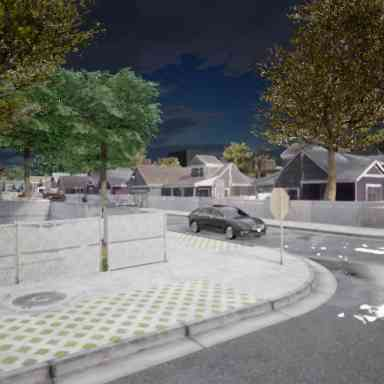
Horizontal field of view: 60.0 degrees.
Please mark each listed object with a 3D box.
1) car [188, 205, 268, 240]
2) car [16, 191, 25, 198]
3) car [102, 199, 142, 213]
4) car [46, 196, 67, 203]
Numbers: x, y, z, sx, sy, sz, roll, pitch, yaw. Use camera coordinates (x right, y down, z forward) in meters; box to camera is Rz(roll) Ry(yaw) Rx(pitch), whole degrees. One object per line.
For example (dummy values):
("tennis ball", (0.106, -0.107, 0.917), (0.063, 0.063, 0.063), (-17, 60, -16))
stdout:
("car", (1.654, 1.439, 16.863), (1.837, 1.490, 4.892), (0, 1, -33))
("car", (-40.688, 0.811, 80.806), (2.150, 2.045, 5.566), (0, 0, -36))
("car", (-5.763, 1.362, 27.300), (2.128, 1.511, 4.902), (0, 0, -36))
("car", (-18.362, 1.248, 44.984), (1.882, 1.535, 5.008), (0, 0, -35))
